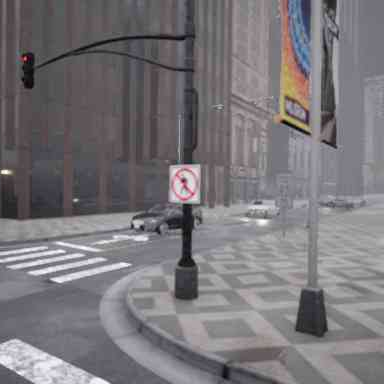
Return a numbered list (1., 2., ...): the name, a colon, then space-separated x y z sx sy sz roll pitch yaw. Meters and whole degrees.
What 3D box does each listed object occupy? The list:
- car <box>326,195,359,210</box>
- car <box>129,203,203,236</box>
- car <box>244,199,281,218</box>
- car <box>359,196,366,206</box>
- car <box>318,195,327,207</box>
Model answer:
1. car: 18.482 1.339 40.660 2.128 1.511 4.902 1 1 36
2. car: -1.268 1.399 18.202 2.128 1.511 4.902 1 1 35
3. car: 6.199 1.385 28.750 1.812 1.442 4.674 1 1 35
4. car: 24.360 1.352 49.063 2.033 1.411 5.357 1 1 35
5. car: 17.684 1.135 44.838 2.097 1.767 4.553 1 1 36
